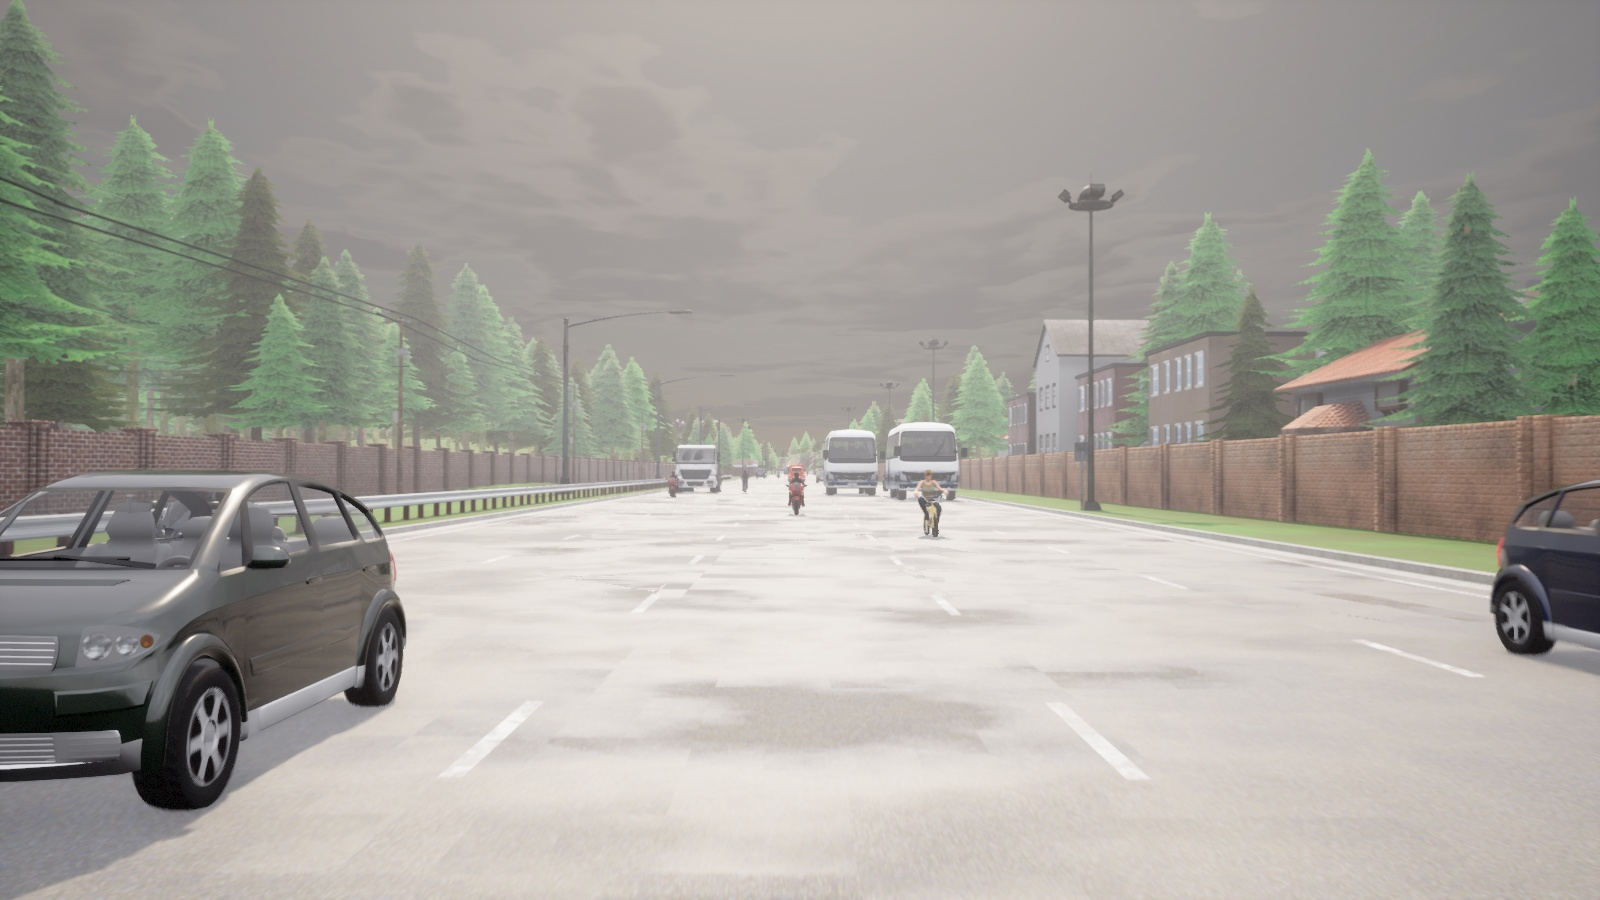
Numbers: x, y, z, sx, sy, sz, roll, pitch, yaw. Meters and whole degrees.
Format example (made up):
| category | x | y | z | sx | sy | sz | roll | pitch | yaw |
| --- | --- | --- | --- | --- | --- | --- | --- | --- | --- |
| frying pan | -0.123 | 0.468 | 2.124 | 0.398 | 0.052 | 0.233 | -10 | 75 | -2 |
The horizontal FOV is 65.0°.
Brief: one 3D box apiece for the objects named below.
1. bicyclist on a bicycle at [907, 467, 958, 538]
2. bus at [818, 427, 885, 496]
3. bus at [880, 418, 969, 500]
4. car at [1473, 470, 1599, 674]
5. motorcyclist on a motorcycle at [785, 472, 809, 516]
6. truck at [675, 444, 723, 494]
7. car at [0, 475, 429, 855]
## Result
| category | x | y | z | sx | sy | sz | roll | pitch | yaw |
| --- | --- | --- | --- | --- | --- | --- | --- | --- | --- |
| bicyclist on a bicycle | 3.140 | 1.239 | 29.877 | 0.866 | 1.612 | 1.509 | -2 | -1 | -5 |
| bus | 3.289 | 0.815 | 83.087 | 3.944 | 4.253 | 10.273 | 0 | -1 | 0 |
| bus | 6.820 | 0.595 | 70.752 | 3.944 | 4.253 | 10.273 | 0 | -1 | 0 |
| car | 6.976 | 0.924 | 9.475 | 1.789 | 1.549 | 3.705 | 0 | -1 | 0 |
| motorcyclist on a motorcycle | -0.109 | 1.537 | 44.205 | 0.797 | 1.523 | 2.044 | 0 | -1 | 0 |
| truck | -7.228 | 1.380 | 90.702 | 2.891 | 3.462 | 7.936 | 0 | -1 | 0 |
| car | -3.518 | 0.925 | 7.027 | 1.789 | 1.549 | 3.705 | 0 | -1 | 0 |
